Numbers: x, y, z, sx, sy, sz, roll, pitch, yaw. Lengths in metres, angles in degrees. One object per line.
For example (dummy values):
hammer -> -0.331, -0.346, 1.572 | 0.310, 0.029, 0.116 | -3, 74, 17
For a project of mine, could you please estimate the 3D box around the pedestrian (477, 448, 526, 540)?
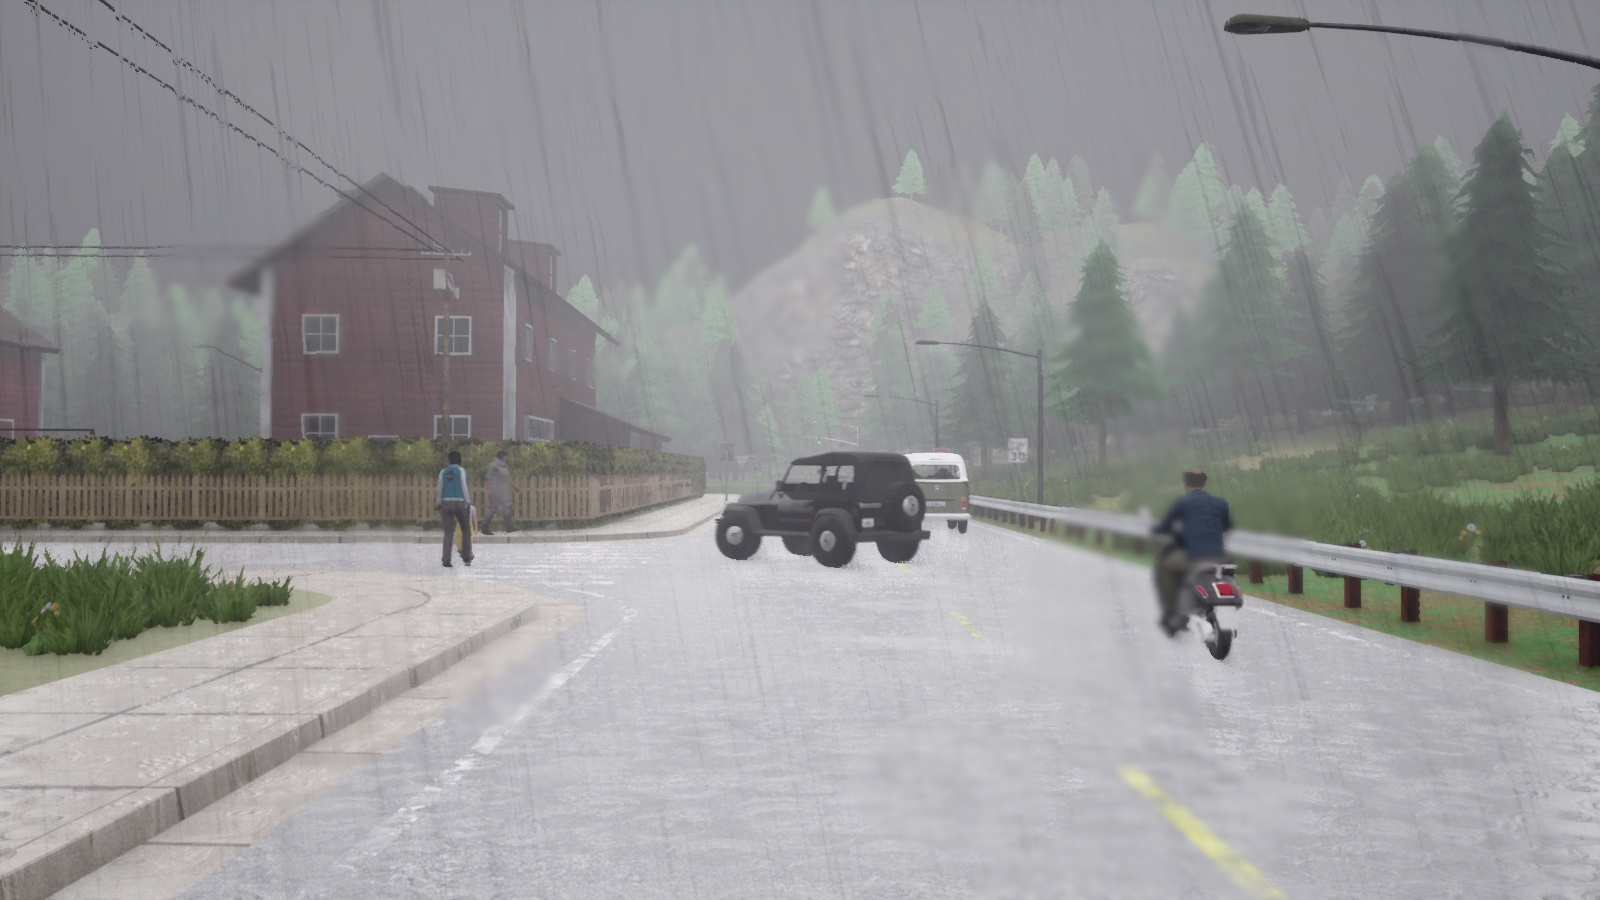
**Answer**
pedestrian -> -6.437, 0.950, 27.113 | 0.873, 1.952, 0.659 | 0, -1, 5

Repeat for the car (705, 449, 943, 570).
car -> 0.343, 0.971, 21.626 | 1.905, 1.878, 3.866 | 1, -2, -45

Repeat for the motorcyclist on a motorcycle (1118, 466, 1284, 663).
motorcyclist on a motorcycle -> 3.472, 0.940, 11.068 | 0.866, 1.590, 1.817 | 0, -1, 0

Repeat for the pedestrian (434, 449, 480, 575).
pedestrian -> -5.348, 0.949, 19.587 | 0.396, 1.930, 0.692 | 0, -1, 15

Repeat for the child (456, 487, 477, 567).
child -> -5.399, 1.242, 20.327 | 0.270, 1.263, 0.437 | 0, -1, -5

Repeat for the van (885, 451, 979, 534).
van -> 3.416, 1.083, 33.332 | 2.069, 2.038, 4.480 | 0, -1, 0
